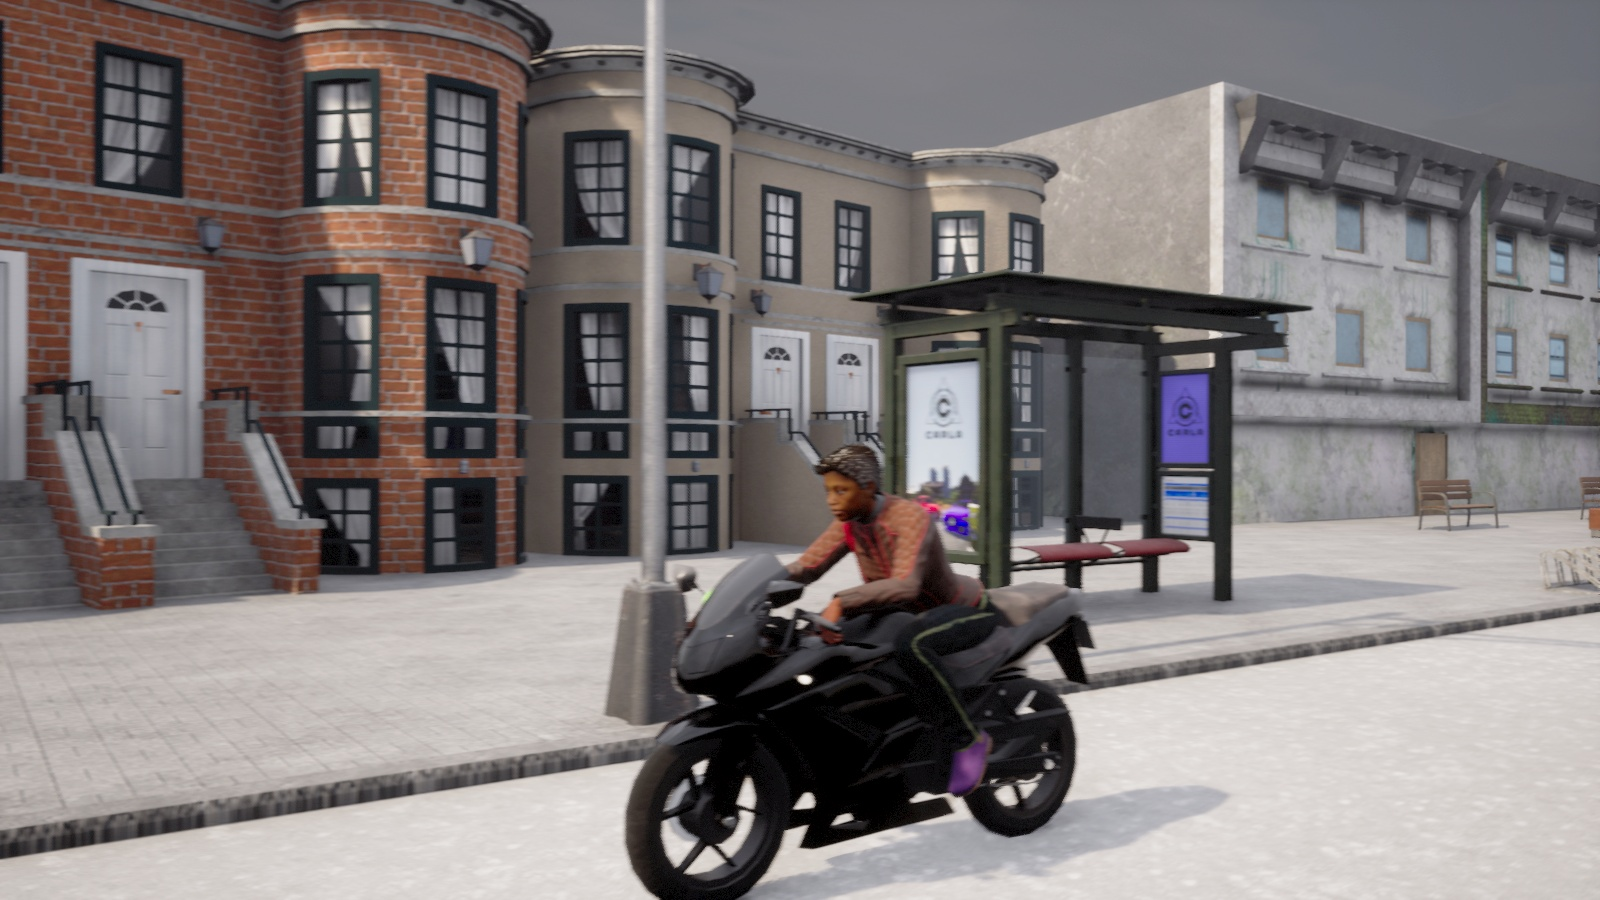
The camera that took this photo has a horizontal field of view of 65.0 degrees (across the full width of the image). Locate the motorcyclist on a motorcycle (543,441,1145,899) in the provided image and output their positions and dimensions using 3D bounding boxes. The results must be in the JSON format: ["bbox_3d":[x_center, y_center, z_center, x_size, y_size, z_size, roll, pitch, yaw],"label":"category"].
[{"bbox_3d":[0.215,0.737,4.418,2.044,1.523,0.797,0,0,-35],"label":"motorcyclist on a motorcycle"}]
